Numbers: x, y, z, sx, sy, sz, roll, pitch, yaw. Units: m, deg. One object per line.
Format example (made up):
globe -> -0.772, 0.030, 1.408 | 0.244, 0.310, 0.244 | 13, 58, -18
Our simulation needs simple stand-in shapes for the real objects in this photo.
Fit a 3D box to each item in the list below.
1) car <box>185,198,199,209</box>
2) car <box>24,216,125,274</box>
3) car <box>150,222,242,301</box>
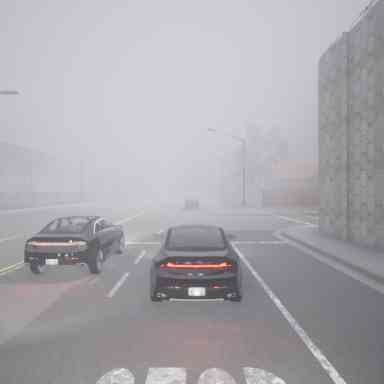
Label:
car -> -0.016, 1.491, 44.228 | 2.128, 1.511, 4.902 | 0, 0, 0
car -> -3.428, 1.492, 10.546 | 2.128, 1.511, 4.902 | 0, 0, 0
car -> 0.079, 1.505, 8.277 | 1.837, 1.490, 4.892 | 0, 0, 0
